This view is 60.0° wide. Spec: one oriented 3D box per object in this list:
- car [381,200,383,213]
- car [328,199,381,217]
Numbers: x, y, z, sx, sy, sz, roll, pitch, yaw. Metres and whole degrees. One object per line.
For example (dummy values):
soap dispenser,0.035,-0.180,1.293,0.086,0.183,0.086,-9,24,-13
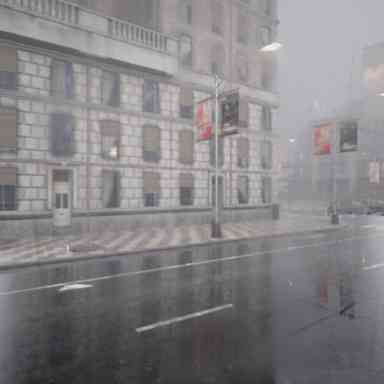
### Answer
car,18.721,1.500,34.045,2.128,1.511,4.902,0,0,-39
car,15.343,1.571,32.031,1.994,1.385,4.181,0,0,-32
